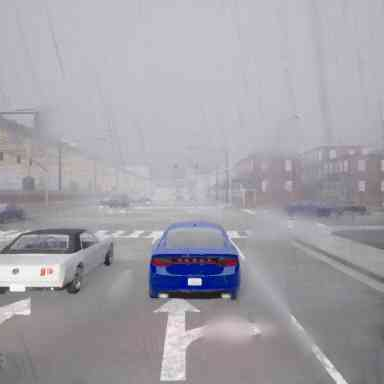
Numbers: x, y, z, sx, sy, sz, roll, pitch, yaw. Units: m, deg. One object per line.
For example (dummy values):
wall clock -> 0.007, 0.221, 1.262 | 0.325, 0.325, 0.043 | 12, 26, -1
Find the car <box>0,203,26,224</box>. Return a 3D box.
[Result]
car -> -14.073, 1.526, 24.662 | 1.812, 1.442, 4.674 | 0, 0, 0

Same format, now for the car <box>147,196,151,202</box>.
car -> -10.418, 1.552, 74.969 | 1.994, 1.385, 4.181 | 0, 0, 0

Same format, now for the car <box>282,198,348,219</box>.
car -> 10.425, 1.477, 28.952 | 5.008, 1.535, 1.882 | 0, 0, 3

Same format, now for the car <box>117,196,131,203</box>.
car -> -13.927, 1.506, 67.953 | 1.837, 1.490, 4.892 | 0, 0, 0

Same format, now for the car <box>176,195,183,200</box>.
car -> -3.398, 1.500, 93.267 | 1.837, 1.490, 4.892 | 0, 0, 0

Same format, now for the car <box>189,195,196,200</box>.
car -> 0.102, 1.540, 93.311 | 2.033, 1.411, 5.357 | 0, 0, 0

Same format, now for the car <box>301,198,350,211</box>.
car -> 15.755, 1.491, 39.486 | 4.902, 1.511, 2.128 | 0, 0, 0

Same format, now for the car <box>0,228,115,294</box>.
car -> -3.420, 1.601, 8.775 | 1.895, 1.301, 4.718 | 0, 0, 0

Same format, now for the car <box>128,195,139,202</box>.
car -> -13.913, 1.499, 79.033 | 1.837, 1.490, 4.892 | 0, 0, 0

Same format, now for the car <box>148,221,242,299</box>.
car -> 0.075, 1.478, 8.508 | 1.882, 1.535, 5.008 | 0, 0, 1

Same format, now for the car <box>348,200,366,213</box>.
car -> 16.500, 1.564, 35.983 | 4.181, 1.385, 1.994 | 0, 0, 0

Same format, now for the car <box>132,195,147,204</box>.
car -> -10.477, 1.525, 63.939 | 1.812, 1.442, 4.674 | 0, 0, 1

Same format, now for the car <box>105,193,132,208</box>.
car -> -10.307, 1.222, 47.221 | 2.150, 2.045, 5.566 | 0, 0, -3

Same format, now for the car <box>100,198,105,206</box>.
car -> -14.023, 1.526, 56.060 | 1.812, 1.442, 4.674 | 0, 0, 0

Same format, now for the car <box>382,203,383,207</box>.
car -> 25.746, 1.221, 39.474 | 5.566, 2.045, 2.150 | 0, 0, 0
